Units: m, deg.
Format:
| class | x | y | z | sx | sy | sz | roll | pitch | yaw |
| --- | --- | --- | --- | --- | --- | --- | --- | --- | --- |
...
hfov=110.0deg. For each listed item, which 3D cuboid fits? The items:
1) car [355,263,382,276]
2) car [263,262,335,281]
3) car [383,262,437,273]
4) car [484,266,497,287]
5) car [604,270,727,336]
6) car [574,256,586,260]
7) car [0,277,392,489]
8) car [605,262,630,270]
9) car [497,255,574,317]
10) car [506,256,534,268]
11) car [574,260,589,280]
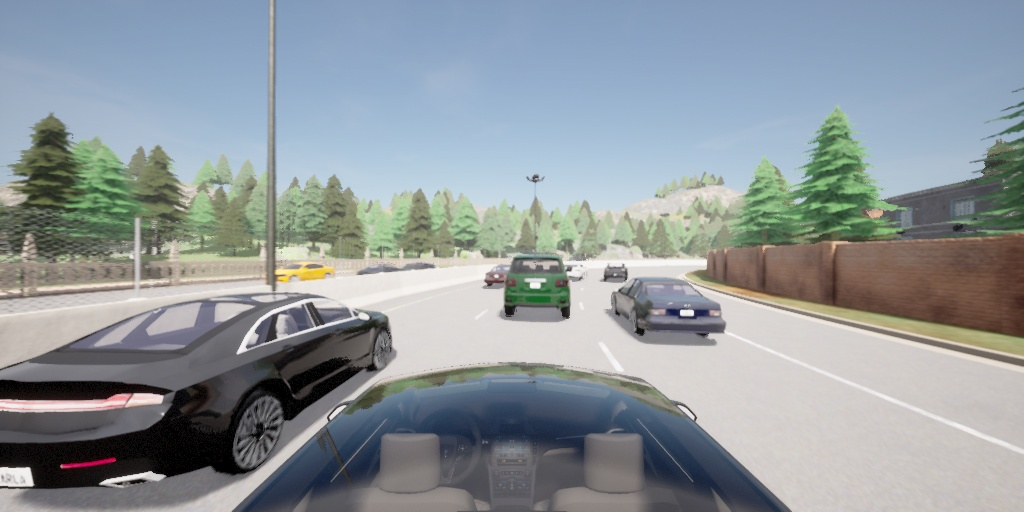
| class | x | y | z | sx | sy | sz | roll | pitch | yaw |
| --- | --- | --- | --- | --- | --- | --- | --- | --- | --- |
| car | -10.311 | 1.270 | 28.073 | 1.994 | 1.385 | 4.181 | 0 | 0 | 15 |
| car | -14.685 | 1.165 | 25.042 | 1.882 | 1.535 | 5.008 | 0 | 0 | 13 |
| car | -7.102 | 1.224 | 26.602 | 1.837 | 1.490 | 4.892 | 0 | 0 | 15 |
| car | -0.328 | 1.295 | 24.406 | 2.033 | 1.411 | 5.357 | 0 | 0 | 14 |
| car | 4.188 | 1.315 | 10.491 | 2.033 | 1.411 | 5.357 | 0 | 0 | 7 |
| car | 11.258 | 1.019 | 63.804 | 2.150 | 2.045 | 5.566 | 0 | 0 | 38 |
| car | -3.193 | 1.228 | 4.767 | 2.128 | 1.511 | 4.902 | 0 | 0 | 2 |
| car | 8.854 | 1.278 | 30.325 | 2.128 | 1.511 | 4.902 | 0 | 0 | 19 |
| car | 1.060 | 0.975 | 13.367 | 2.150 | 2.045 | 5.566 | 0 | 0 | 8 |
| car | 1.403 | 0.974 | 62.142 | 2.150 | 2.045 | 5.566 | 0 | 0 | 34 |
| car | 5.400 | 1.297 | 31.074 | 1.812 | 1.442 | 4.674 | 0 | 0 | 19 |
